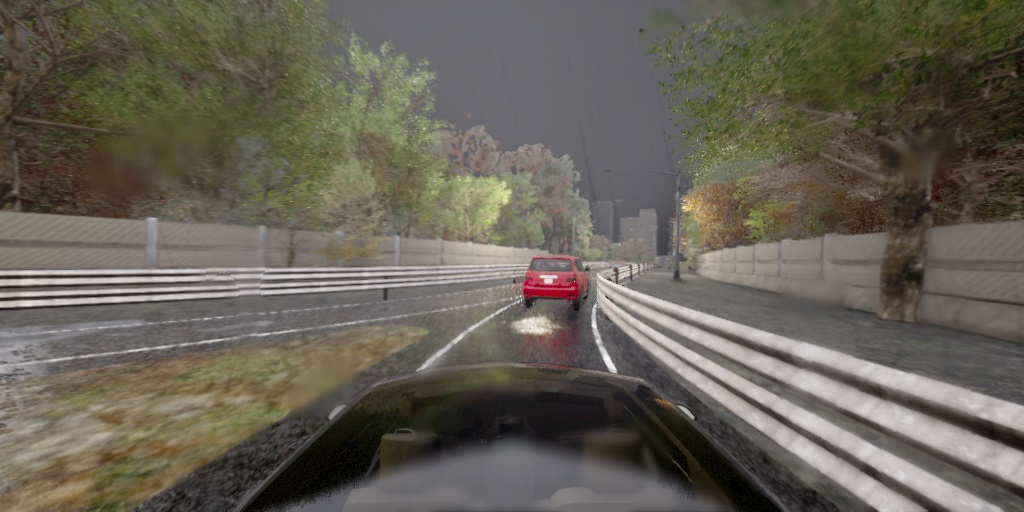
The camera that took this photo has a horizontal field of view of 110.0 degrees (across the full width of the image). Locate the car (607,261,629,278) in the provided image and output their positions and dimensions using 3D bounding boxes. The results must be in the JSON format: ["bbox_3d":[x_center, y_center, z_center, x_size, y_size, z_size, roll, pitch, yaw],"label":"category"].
[{"bbox_3d":[11.249,1.448,37.870,1.882,1.535,5.008,1,0,23],"label":"car"}]

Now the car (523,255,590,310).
[{"bbox_3d":[2.043,1.004,15.328,2.150,2.045,5.566,1,0,16],"label":"car"}]
